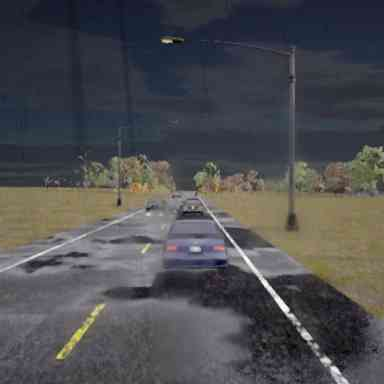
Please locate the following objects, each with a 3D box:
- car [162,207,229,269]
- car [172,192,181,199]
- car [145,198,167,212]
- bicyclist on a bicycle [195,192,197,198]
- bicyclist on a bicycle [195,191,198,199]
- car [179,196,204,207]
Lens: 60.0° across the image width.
[{"bbox_3d":[0.085,1.457,10.824,2.033,1.411,5.357,0,0,0],"label":"car"},{"bbox_3d":[-3.499,0.776,75.198,1.882,1.535,5.008,0,1,0],"label":"car"},{"bbox_3d":[-3.597,1.278,34.118,1.994,1.385,4.181,0,0,0],"label":"car"},{"bbox_3d":[0.965,0.744,83.269,0.582,1.620,1.656,0,0,0],"label":"bicyclist on a bicycle"},{"bbox_3d":[0.964,0.739,74.264,0.659,1.776,1.843,0,1,0],"label":"bicyclist on a bicycle"},{"bbox_3d":[0.096,1.302,29.267,2.033,1.411,5.357,0,0,0],"label":"car"}]
